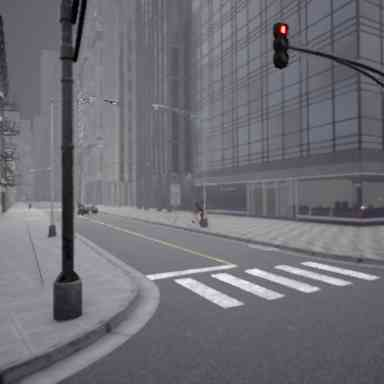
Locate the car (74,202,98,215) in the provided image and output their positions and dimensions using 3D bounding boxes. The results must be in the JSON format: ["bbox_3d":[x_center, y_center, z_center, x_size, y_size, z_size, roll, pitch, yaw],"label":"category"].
[{"bbox_3d":[-13.691,2.241,43.402,1.895,1.301,4.718,0,-1,-27],"label":"car"}]

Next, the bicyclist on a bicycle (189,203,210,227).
[{"bbox_3d":[0.506,1.560,22.566,1.656,1.620,0.582,0,-1,-27],"label":"bicyclist on a bicycle"}]
